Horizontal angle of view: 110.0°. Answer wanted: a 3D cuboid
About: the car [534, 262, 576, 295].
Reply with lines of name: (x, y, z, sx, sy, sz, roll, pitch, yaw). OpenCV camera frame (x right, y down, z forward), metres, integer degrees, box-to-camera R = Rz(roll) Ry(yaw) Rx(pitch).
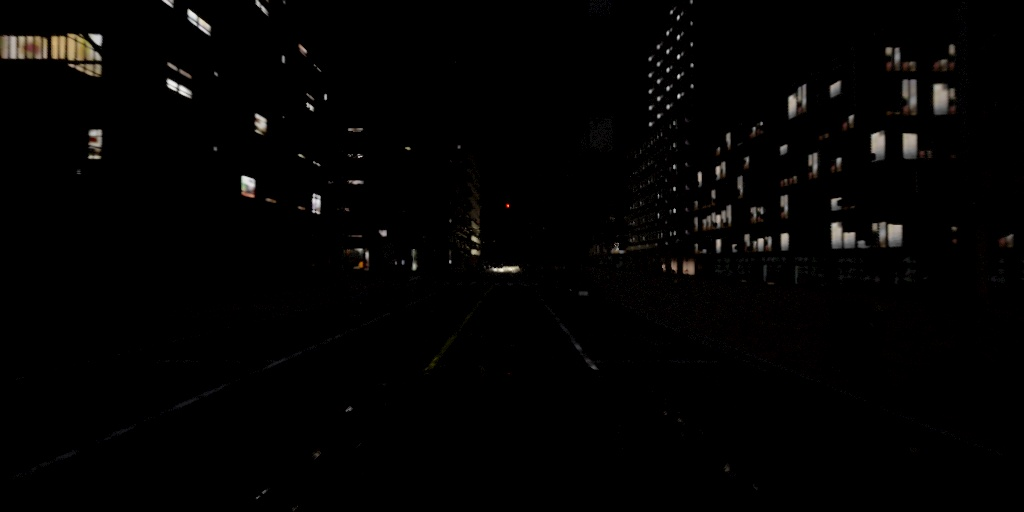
car: (2.683, 1.270, 21.070, 2.192, 1.841, 5.009, 0, 0, 0)

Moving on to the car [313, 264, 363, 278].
car: (-16.449, 1.431, 34.034, 4.403, 1.370, 2.007, 0, 0, -1)

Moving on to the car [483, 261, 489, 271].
car: (-5.718, 1.989, 64.517, 2.007, 1.370, 4.403, 0, 0, 0)

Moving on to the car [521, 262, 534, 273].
car: (2.668, 1.857, 53.455, 1.888, 1.381, 4.507, 0, 0, 0)

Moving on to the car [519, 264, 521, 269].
car: (2.663, 1.965, 64.690, 1.751, 1.417, 4.829, 0, 0, 0)

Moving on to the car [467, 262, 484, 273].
car: (-5.712, 1.861, 53.452, 2.007, 1.370, 4.403, 0, 0, 0)

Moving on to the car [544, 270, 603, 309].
car: (2.686, 1.463, 15.547, 1.948, 1.339, 4.313, 0, 0, 0)
